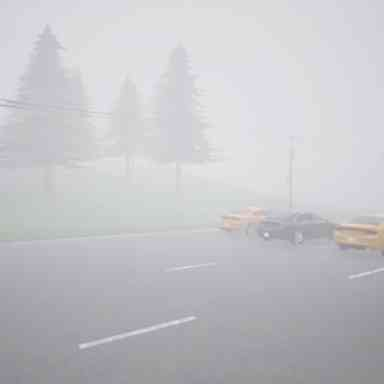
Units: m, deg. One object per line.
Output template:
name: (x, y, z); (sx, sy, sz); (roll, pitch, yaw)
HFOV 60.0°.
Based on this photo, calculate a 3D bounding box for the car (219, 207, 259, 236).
car: (3.869, 1.637, 19.497); (5.008, 1.535, 1.882); (0, 0, -35)

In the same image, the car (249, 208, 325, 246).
car: (5.299, 1.659, 16.226); (4.892, 1.490, 1.837); (0, 0, -35)

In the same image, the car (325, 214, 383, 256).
car: (7.943, 1.637, 13.804); (5.008, 1.535, 1.882); (0, 0, -35)
